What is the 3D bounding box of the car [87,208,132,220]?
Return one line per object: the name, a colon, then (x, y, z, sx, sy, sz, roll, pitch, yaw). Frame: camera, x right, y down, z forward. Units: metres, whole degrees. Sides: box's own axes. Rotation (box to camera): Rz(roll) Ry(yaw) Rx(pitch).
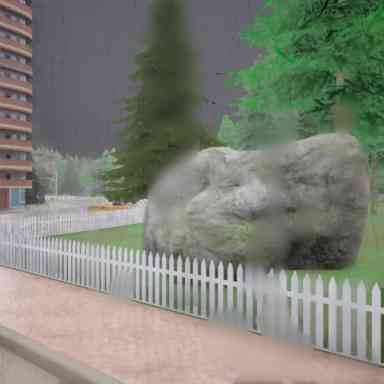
car: (-6.717, 1.422, 27.916, 1.882, 1.535, 5.008, 0, 0, 18)
